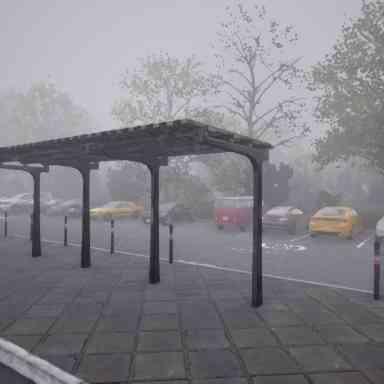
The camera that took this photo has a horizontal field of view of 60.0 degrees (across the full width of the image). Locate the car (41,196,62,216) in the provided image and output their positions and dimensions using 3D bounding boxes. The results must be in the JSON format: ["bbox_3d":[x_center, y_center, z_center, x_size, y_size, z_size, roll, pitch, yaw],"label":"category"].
[{"bbox_3d":[-10.499,1.391,30.144,2.231,1.521,4.892,0,0,35],"label":"car"}]

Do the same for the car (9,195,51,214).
[{"bbox_3d":[-15.028,1.362,33.356,2.097,1.535,5.008,0,0,35],"label":"car"}]

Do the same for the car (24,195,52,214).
[{"bbox_3d":[-12.764,1.376,31.750,2.097,1.535,5.008,0,0,35],"label":"car"}]

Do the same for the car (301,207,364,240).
[{"bbox_3d":[7.602,1.502,17.285,2.097,1.535,5.008,0,0,35],"label":"car"}]

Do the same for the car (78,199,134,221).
[{"bbox_3d":[-6.084,1.415,26.776,1.946,1.575,5.366,0,0,35],"label":"car"}]

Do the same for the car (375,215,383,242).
[{"bbox_3d":[9.867,1.556,15.681,2.002,1.452,4.674,0,0,35],"label":"car"}]

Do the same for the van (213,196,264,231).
[{"bbox_3d":[3.146,1.247,20.596,1.878,1.987,4.442,0,0,35],"label":"van"}]

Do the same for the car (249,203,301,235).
[{"bbox_3d":[5.338,1.528,18.894,2.002,1.452,4.674,0,0,35],"label":"car"}]

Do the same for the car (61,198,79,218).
[{"bbox_3d":[-8.223,1.433,28.557,2.163,1.488,4.792,0,0,35],"label":"car"}]

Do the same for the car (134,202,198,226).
[{"bbox_3d":[-1.466,1.475,23.690,2.163,1.488,4.792,0,0,35],"label":"car"}]

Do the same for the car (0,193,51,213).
[{"bbox_3d":[-17.310,1.097,34.934,2.435,2.045,5.566,0,0,35],"label":"car"}]
